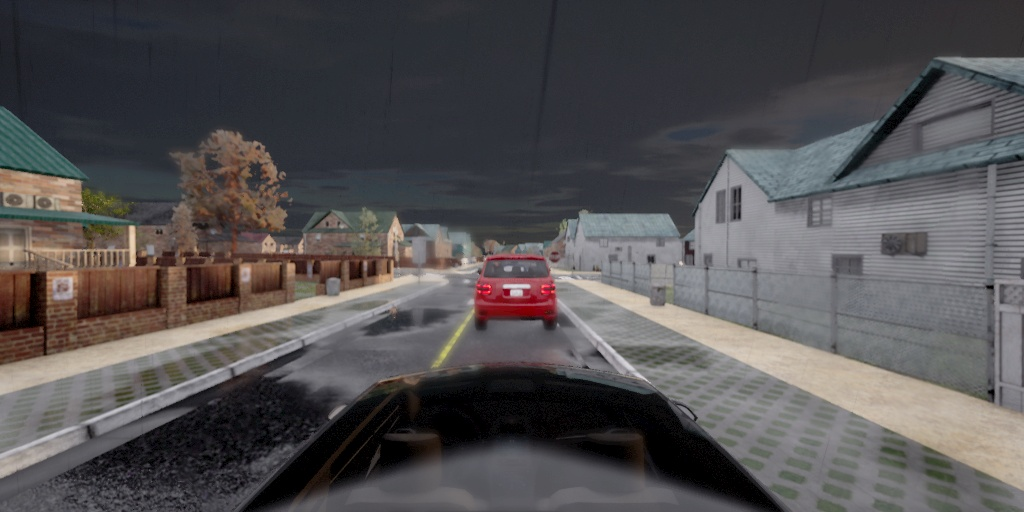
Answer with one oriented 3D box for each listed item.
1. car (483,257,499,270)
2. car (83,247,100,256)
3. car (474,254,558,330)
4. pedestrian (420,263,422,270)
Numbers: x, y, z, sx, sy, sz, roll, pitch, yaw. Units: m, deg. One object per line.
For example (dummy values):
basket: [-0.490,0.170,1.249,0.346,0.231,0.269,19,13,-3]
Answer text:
car: [-2.917,1.068,50.572,2.097,1.767,4.553,0,0,0]
car: [-44.207,0.056,35.565,5.566,2.045,2.150,1,1,2]
car: [0.086,0.963,11.161,2.150,2.045,5.566,0,0,0]
pedestrian: [-9.741,0.592,38.043,0.375,1.860,0.375,0,0,1]
